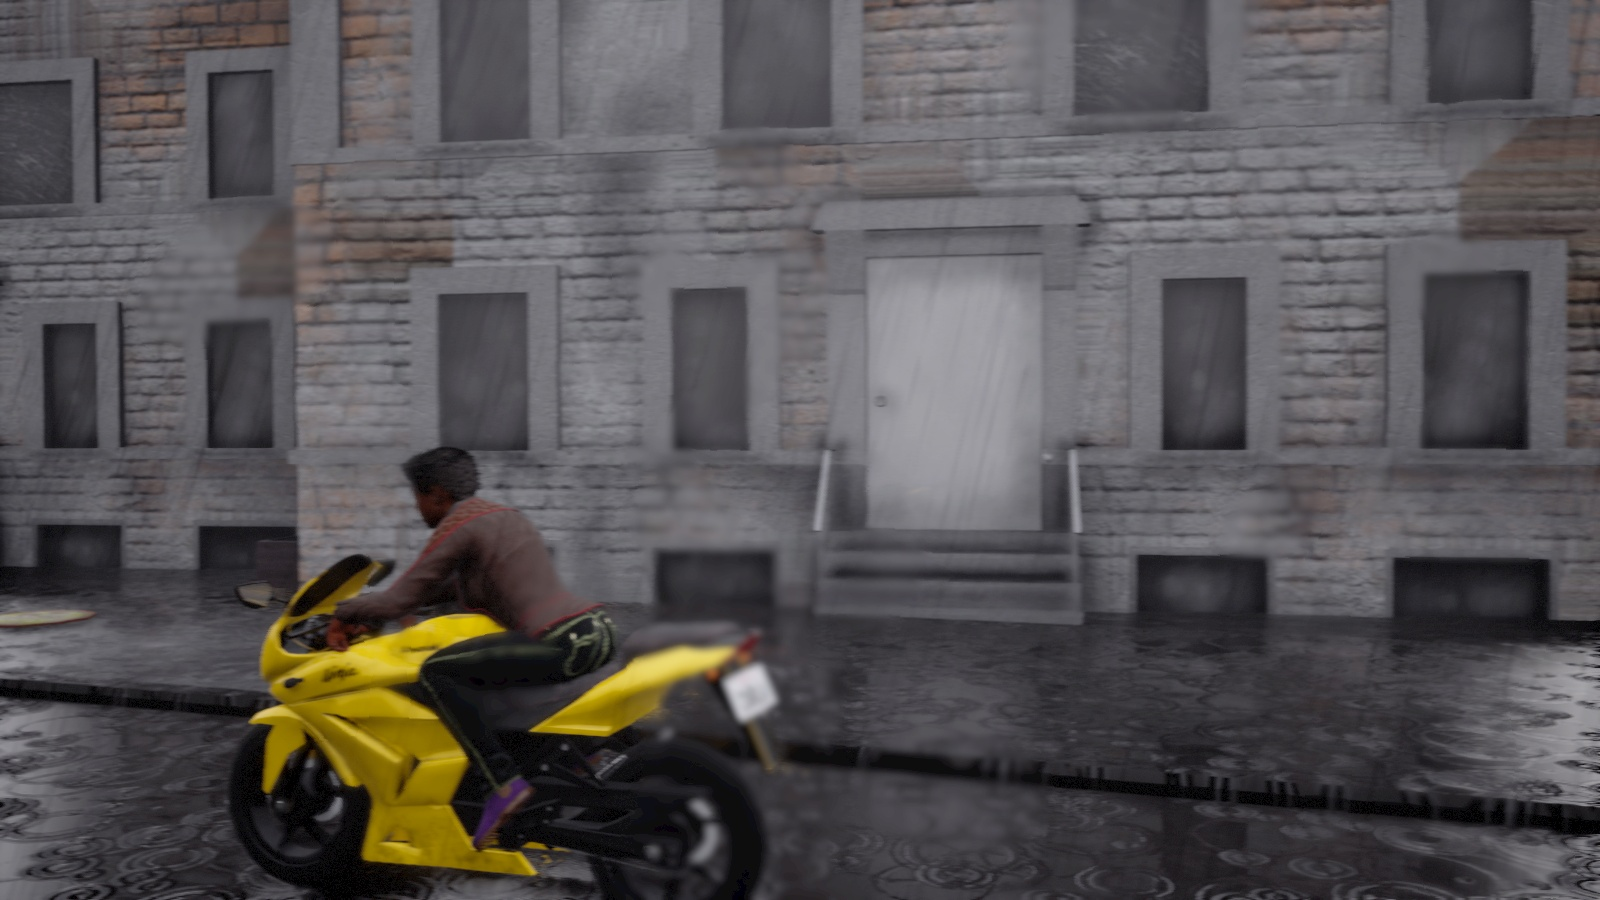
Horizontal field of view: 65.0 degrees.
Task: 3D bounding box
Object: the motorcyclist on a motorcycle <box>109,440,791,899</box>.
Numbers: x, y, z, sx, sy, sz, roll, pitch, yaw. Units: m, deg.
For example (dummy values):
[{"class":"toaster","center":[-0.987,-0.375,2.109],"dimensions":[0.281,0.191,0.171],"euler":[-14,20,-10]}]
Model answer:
[{"class":"motorcyclist on a motorcycle","center":[-1.128,0.739,4.100],"dimensions":[2.044,1.523,0.797],"euler":[1,1,19]}]
